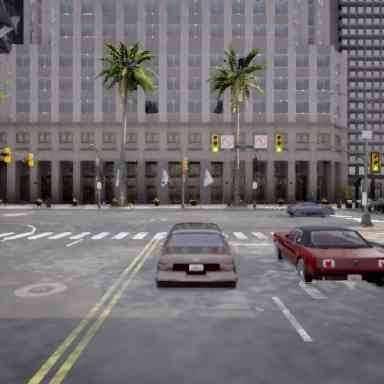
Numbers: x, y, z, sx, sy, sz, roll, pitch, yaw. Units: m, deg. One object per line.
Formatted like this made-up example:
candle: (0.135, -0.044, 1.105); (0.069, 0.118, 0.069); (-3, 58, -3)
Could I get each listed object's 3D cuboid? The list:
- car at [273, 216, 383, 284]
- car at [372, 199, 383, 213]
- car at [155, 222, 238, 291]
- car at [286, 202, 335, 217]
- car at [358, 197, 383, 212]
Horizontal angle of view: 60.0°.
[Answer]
car: (3.662, 1.604, 9.540); (1.895, 1.301, 4.718); (0, 0, 2)
car: (21.682, 1.613, 34.273); (4.718, 1.301, 1.895); (0, 0, 0)
car: (0.102, 1.551, 9.144); (2.033, 1.411, 5.357); (0, 0, 0)
car: (10.873, 1.574, 30.630); (4.181, 1.385, 1.994); (0, 0, 0)
car: (21.418, 1.365, 37.775); (4.553, 1.767, 2.097); (0, 0, 0)
